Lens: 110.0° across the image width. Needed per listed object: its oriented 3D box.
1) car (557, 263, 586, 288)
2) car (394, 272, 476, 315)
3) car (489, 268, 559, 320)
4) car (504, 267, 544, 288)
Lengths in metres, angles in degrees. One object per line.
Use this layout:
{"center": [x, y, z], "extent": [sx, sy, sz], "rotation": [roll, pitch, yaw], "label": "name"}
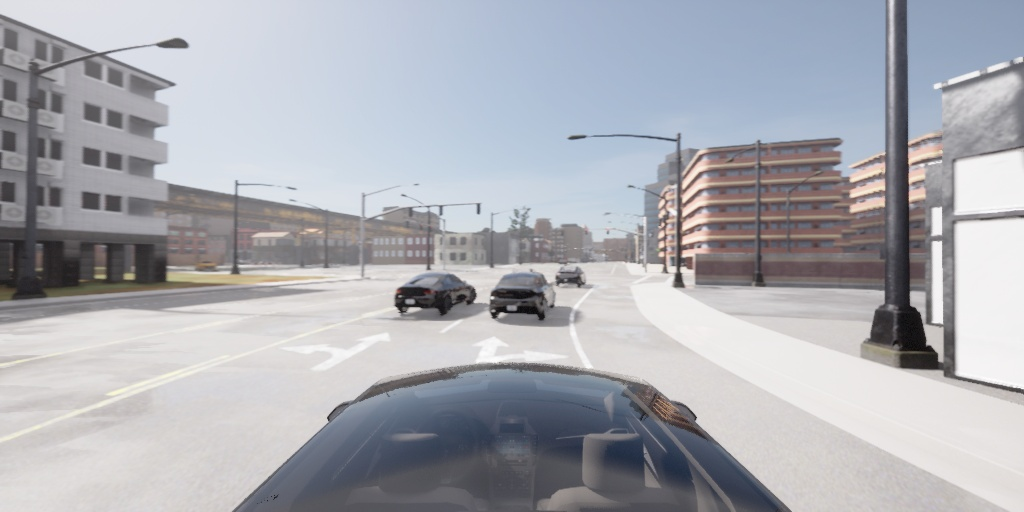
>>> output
{"center": [4.458, 1.496, 26.994], "extent": [2.128, 1.511, 4.902], "rotation": [0, 0, 18], "label": "car"}
{"center": [-2.895, 1.370, 14.174], "extent": [1.812, 1.442, 4.674], "rotation": [0, 0, 13], "label": "car"}
{"center": [0.511, 1.366, 13.389], "extent": [1.837, 1.490, 4.892], "rotation": [0, 0, 12], "label": "car"}
{"center": [1.036, 1.590, 27.828], "extent": [1.895, 1.301, 4.718], "rotation": [0, 0, 17], "label": "car"}
